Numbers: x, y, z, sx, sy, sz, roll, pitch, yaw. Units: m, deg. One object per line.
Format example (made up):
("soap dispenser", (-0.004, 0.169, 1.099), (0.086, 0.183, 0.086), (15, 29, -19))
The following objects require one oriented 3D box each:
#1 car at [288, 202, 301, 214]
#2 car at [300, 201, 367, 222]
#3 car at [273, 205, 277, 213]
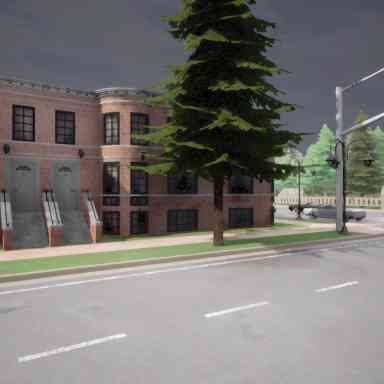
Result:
("car", (11.921, 1.601, 32.863), (1.895, 1.301, 4.718), (0, 0, -30))
("car", (11.425, 1.601, 26.734), (1.895, 1.301, 4.718), (0, 0, -30))
("car", (6.756, 1.503, 34.812), (1.837, 1.490, 4.892), (0, 0, -30))
